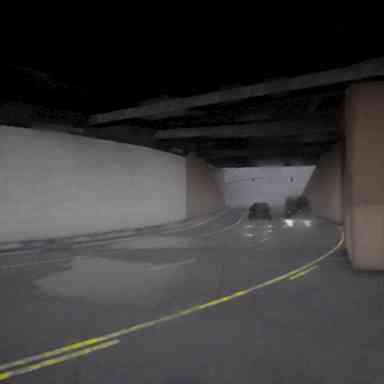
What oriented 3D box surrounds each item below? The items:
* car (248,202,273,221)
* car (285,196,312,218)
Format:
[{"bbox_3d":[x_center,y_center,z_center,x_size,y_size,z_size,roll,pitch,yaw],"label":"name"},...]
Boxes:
[{"bbox_3d":[6.063,1.681,29.409,1.882,1.535,5.008,0,0,13],"label":"car"},{"bbox_3d":[10.451,1.429,33.028,2.150,2.045,5.566,0,-1,12],"label":"car"}]
